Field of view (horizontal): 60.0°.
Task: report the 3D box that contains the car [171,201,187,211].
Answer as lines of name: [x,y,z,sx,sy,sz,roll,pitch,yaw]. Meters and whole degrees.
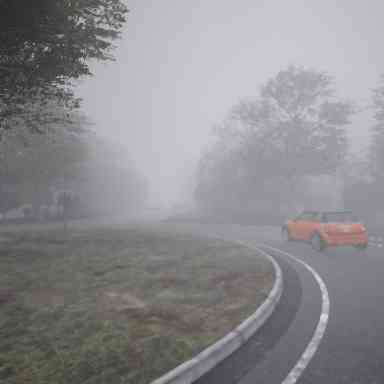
car: [-2.843,2.849,64.987,2.128,1.511,4.902,-1,-1,6]

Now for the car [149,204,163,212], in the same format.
car: [-6.642,2.925,62.480,1.994,1.385,4.181,-1,-1,6]

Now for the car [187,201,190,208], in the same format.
car: [-1.602,2.972,78.785,2.128,1.511,4.902,-1,-1,5]

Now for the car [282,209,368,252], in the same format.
car: [5.863,1.583,15.350,2.097,1.767,4.553,-1,-1,-8]
